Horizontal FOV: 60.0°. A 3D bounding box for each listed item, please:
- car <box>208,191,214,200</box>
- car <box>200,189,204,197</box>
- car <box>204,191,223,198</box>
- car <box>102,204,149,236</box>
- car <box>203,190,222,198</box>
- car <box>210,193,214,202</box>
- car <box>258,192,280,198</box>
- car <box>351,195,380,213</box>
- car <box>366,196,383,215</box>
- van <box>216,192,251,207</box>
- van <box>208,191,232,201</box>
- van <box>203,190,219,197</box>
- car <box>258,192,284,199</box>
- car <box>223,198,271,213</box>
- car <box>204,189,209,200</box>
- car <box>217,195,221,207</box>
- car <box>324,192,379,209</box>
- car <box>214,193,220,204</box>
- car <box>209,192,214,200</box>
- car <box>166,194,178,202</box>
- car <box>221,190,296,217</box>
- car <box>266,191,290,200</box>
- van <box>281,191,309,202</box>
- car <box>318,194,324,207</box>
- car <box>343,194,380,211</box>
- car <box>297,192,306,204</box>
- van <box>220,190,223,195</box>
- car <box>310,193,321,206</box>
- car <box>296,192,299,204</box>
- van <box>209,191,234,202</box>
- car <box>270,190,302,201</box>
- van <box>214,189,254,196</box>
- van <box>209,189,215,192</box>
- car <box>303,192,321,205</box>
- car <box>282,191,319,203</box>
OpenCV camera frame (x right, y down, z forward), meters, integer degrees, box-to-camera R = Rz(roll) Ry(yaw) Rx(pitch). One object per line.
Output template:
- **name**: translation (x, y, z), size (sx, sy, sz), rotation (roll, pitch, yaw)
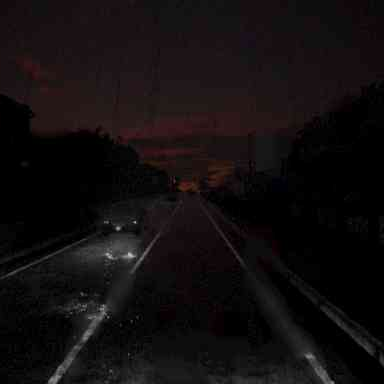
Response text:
- **car**: translation (5.452, 1.105, 53.755), size (4.892, 1.521, 2.231), rotation (0, 1, 0)
- **car**: translation (5.279, 0.516, 76.178), size (5.566, 2.045, 2.435), rotation (0, 1, 0)
- **car**: translation (5.242, 0.556, 81.785), size (4.553, 1.767, 2.185), rotation (0, 1, 0)
- **car**: translation (-3.433, 1.414, 17.888), size (2.128, 1.511, 4.902), rotation (0, 0, 0)
- **car**: translation (5.225, 0.513, 84.588), size (4.553, 1.767, 2.185), rotation (0, 1, 0)
- **car**: translation (5.509, 1.201, 48.145), size (4.792, 1.488, 2.163), rotation (0, 1, 0)
- **car**: translation (18.373, 0.721, 79.437), size (4.892, 1.521, 2.231), rotation (0, 1, 0)
- **car**: translation (18.663, 1.303, 32.246), size (5.008, 1.535, 2.097), rotation (0, 0, 0)
- **car**: translation (18.681, 1.325, 29.471), size (4.892, 1.521, 2.231), rotation (0, 0, 0)
- **van**: translation (5.614, 0.972, 45.341), size (4.442, 1.987, 1.878), rotation (0, 1, 0)
- **van**: translation (5.493, 0.713, 64.967), size (4.442, 1.987, 1.878), rotation (0, 1, 0)
- **van**: translation (5.105, 0.327, 90.192), size (4.442, 1.987, 1.878), rotation (0, 1, 0)
- **car**: translation (18.200, 0.760, 76.659), size (5.366, 1.575, 1.946), rotation (0, 1, 0)
- **car**: translation (5.569, 1.327, 34.127), size (4.674, 1.452, 2.002), rotation (0, 0, 0)
- **car**: translation (5.383, 0.773, 59.359), size (5.566, 2.045, 2.435), rotation (0, 1, 0)
- **car**: translation (5.398, 1.305, 31.323), size (5.366, 1.575, 1.946), rotation (0, 0, 0)
- **car**: translation (18.595, 1.011, 37.796), size (5.566, 2.045, 2.435), rotation (0, 0, 0)
- **car**: translation (5.527, 1.245, 39.733), size (5.008, 1.535, 2.097), rotation (0, 0, 0)
- **car**: translation (5.460, 1.179, 50.953), size (4.674, 1.452, 2.002), rotation (0, 1, 0)
- **car**: translation (-3.563, 1.068, 59.424), size (2.033, 1.411, 5.357), rotation (0, 1, 0)
- **car**: translation (5.573, 1.078, 28.518), size (5.566, 2.045, 2.435), rotation (0, 0, 0)
- **car**: translation (18.450, 0.722, 71.109), size (4.553, 1.767, 2.185), rotation (0, 1, 0)
- **van**: translation (18.604, 0.792, 60.006), size (4.442, 1.987, 1.878), rotation (0, 1, 0)
- **car**: translation (18.601, 1.242, 40.572), size (4.892, 1.521, 2.231), rotation (0, 0, 0)
- **car**: translation (18.646, 1.282, 35.022), size (5.008, 1.535, 2.097), rotation (0, 0, 0)
- **car**: translation (18.526, 1.197, 48.899), size (4.792, 1.488, 2.163), rotation (0, 1, 0)
- **van**: translation (5.666, 1.041, 36.929), size (4.442, 1.987, 1.878), rotation (0, 0, 0)
- **car**: translation (18.584, 1.218, 43.350), size (5.008, 1.535, 2.097), rotation (0, 1, 0)
- **car**: translation (18.567, 1.162, 51.682), size (4.792, 1.488, 2.163), rotation (0, 1, 0)
- **van**: translation (5.511, 0.756, 62.164), size (4.442, 1.987, 1.878), rotation (0, 1, 0)
- **car**: translation (18.482, 0.681, 65.555), size (5.566, 2.045, 2.435), rotation (0, 1, 0)
- **van**: translation (5.398, 0.998, 42.538), size (4.442, 1.987, 1.878), rotation (0, 0, 0)
- **van**: translation (5.545, 0.841, 56.560), size (4.442, 1.987, 1.878), rotation (0, 1, 0)
- **car**: translation (18.757, 1.190, 46.128), size (5.366, 1.575, 1.946), rotation (0, 1, 0)
- **car**: translation (18.533, 0.808, 57.229), size (5.566, 2.045, 2.435), rotation (0, 1, 0)
